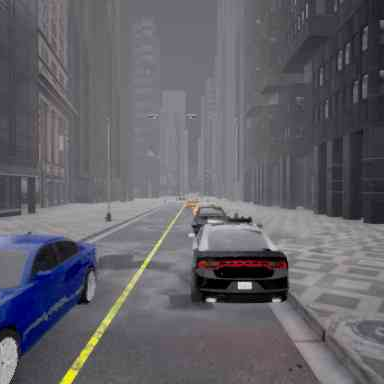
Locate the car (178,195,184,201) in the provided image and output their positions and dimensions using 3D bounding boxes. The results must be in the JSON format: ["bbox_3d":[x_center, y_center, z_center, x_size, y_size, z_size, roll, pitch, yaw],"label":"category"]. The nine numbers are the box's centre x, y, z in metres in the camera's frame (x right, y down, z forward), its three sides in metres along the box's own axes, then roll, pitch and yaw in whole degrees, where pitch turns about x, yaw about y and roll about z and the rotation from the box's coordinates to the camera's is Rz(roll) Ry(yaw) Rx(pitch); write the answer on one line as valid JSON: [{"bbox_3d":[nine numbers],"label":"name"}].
[{"bbox_3d":[-2.651,1.639,87.463,1.882,1.535,5.008,0,0,0],"label":"car"}]

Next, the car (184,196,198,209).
[{"bbox_3d":[0.212,1.545,47.040,1.882,1.535,5.008,0,0,1],"label":"car"}]

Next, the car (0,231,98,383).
[{"bbox_3d":[-2.981,1.479,5.277,1.882,1.535,5.008,0,0,0],"label":"car"}]

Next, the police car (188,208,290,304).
[{"bbox_3d":[0.931,1.429,8.381,1.930,1.638,5.238,0,0,0],"label":"police car"}]

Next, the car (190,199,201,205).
[{"bbox_3d":[0.995,1.503,24.273,1.882,1.535,5.008,0,0,0],"label":"car"}]

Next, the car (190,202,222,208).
[{"bbox_3d":[0.971,1.520,18.272,1.837,1.490,4.892,0,0,0],"label":"car"}]
